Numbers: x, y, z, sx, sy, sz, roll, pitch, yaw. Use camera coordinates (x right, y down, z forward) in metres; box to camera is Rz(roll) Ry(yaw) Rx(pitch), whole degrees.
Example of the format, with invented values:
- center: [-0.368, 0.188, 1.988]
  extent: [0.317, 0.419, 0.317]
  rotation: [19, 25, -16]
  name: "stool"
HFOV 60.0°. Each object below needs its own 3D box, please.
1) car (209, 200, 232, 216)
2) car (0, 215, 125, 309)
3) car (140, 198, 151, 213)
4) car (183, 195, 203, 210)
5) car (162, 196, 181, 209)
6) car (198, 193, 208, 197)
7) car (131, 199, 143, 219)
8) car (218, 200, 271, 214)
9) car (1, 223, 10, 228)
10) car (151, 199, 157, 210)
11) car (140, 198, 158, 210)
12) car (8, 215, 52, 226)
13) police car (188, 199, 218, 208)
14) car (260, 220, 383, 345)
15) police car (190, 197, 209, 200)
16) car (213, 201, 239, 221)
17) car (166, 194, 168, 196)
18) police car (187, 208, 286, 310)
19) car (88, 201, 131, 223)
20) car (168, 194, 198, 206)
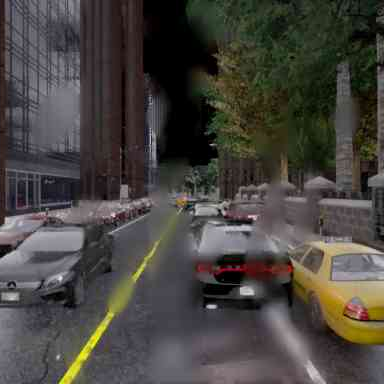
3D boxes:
- center: [2.826, 1.577, 33.667]
  extent: [1.947, 1.339, 4.313]
  rotation: [0, 0, 0]
  name: "car"
- center: [-3.084, 1.526, 8.001]
  extent: [1.812, 1.442, 4.674]
  rotation: [0, 0, 0]
  name: "car"
- center: [-5.699, 1.555, 33.681]
  extent: [1.887, 1.381, 4.507]
  rotation: [0, 0, 0]
  name: "car"
- center: [0.081, 1.520, 42.789]
  extent: [1.837, 1.490, 4.892]
  rotation: [0, 0, 0]
  name: "car"
- center: [-2.913, 1.581, 45.517]
  extent: [1.994, 1.385, 4.181]
  rotation: [0, 0, 0]
  name: "car"
- center: [2.907, 1.479, 76.549]
  extent: [1.967, 1.590, 4.097]
  rotation: [0, 0, 0]
  name: "car"
- center: [-5.709, 1.559, 28.224]
  extent: [2.008, 1.369, 4.403]
  rotation: [0, 0, 0]
  name: "car"
- center: [2.796, 1.319, 17.297]
  extent: [2.192, 1.841, 5.009]
  rotation: [0, 0, 0]
  name: "car"
- center: [-5.750, 1.545, 6.395]
  extent: [1.887, 1.381, 4.507]
  rotation: [0, 0, 0]
  name: "car"
- center: [-5.689, 1.453, 39.138]
  extent: [1.967, 1.590, 4.097]
  rotation: [0, 0, 0]
  name: "car"
- center: [-5.679, 1.541, 44.425]
  extent: [1.752, 1.417, 4.829]
  rotation: [0, 0, 0]
  name: "car"
- center: [-5.740, 1.546, 11.853]
  extent: [1.887, 1.381, 4.507]
  rotation: [0, 0, 0]
  name: "car"
- center: [0.917, 1.430, 18.045]
  extent: [1.930, 1.638, 5.238]
  rotation: [0, 0, 0]
  name: "police car"
- center: [2.775, 1.526, 6.554]
  extent: [1.752, 1.417, 4.829]
  rotation: [0, 0, 0]
  name: "car"
- center: [0.946, 1.432, 24.045]
  extent: [1.930, 1.638, 5.238]
  rotation: [0, 0, 0]
  name: "police car"
- center: [2.816, 1.534, 28.380]
  extent: [1.752, 1.417, 4.829]
  rotation: [0, 0, 0]
  name: "car"
- center: [-5.608, 1.359, 82.003]
  extent: [2.192, 1.841, 5.009]
  rotation: [0, 0, 0]
  name: "car"
- center: [0.916, 1.427, 8.045]
  extent: [1.930, 1.638, 5.238]
  rotation: [0, 0, 0]
  name: "police car"
- center: [-5.719, 1.446, 22.767]
  extent: [1.967, 1.590, 4.097]
  rotation: [0, 0, 0]
  name: "car"
- center: [-1.480, 1.498, 53.890]
  extent: [1.882, 1.535, 5.008]
  rotation: [1, 0, -38]
  name: "car"
